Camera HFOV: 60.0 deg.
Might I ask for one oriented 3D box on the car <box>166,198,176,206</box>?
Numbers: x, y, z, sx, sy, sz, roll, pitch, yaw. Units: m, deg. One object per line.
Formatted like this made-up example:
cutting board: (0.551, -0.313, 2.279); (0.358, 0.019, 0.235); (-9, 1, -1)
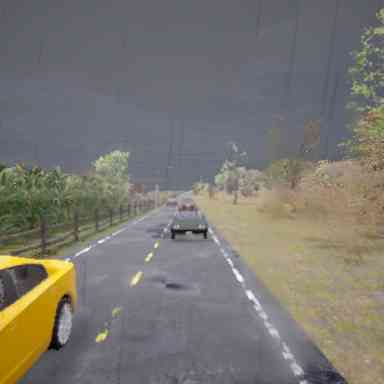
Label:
car: (-3.647, 1.751, 60.743); (1.882, 1.535, 5.008); (0, 0, -1)

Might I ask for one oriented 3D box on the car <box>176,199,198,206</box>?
car: (-0.442, 1.528, 38.042); (2.097, 1.767, 4.553); (0, 0, -1)

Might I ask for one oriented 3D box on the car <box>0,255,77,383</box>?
car: (-2.779, 1.512, 3.449); (1.882, 1.535, 5.008); (0, 0, -1)

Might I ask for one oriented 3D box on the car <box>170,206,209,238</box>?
car: (-0.151, 1.692, 18.159); (1.895, 1.301, 4.718); (0, 0, -1)
